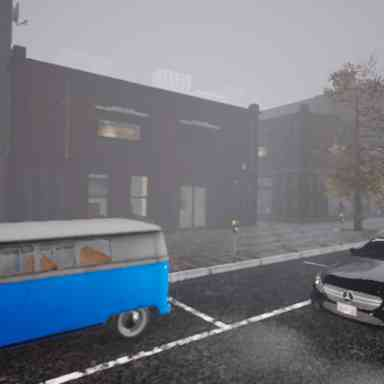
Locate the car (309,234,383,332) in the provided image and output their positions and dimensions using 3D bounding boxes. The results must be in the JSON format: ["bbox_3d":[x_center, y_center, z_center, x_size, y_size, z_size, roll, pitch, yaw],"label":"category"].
[{"bbox_3d":[4.266,1.532,6.409,4.674,1.442,1.812,0,0,-35],"label":"car"}]

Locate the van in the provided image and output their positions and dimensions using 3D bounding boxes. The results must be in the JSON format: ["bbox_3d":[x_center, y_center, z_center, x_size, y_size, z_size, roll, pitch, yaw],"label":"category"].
[{"bbox_3d":[-2.255,1.342,4.928,3.998,1.788,1.690,0,1,-35],"label":"van"}]
